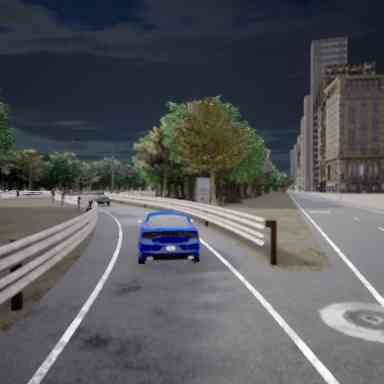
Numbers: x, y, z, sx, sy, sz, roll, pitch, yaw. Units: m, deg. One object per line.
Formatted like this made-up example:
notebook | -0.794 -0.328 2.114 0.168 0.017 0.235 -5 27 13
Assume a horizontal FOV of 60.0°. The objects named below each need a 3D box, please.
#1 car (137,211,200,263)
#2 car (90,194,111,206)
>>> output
car | -0.919 1.416 11.819 1.882 1.535 5.008 0 0 -8
car | -12.037 1.047 43.418 1.837 1.490 4.892 0 1 -30
